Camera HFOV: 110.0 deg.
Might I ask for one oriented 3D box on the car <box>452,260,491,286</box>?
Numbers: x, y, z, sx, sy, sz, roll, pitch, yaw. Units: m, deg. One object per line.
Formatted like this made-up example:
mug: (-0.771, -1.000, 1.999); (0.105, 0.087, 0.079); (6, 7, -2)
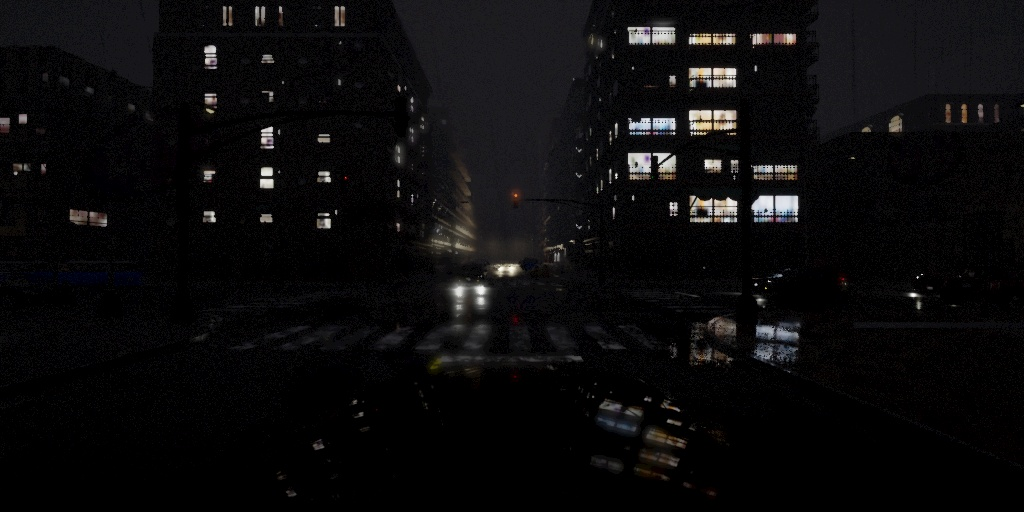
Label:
car: (-2.800, 1.297, 25.766); (1.837, 1.490, 4.892); (0, 0, 0)

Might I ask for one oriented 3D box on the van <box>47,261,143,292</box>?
van: (-24.850, 1.189, 21.631); (3.998, 1.789, 1.690); (0, 0, 1)

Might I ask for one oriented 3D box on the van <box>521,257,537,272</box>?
van: (2.502, 1.116, 47.427); (1.690, 1.789, 3.998); (0, 0, 0)

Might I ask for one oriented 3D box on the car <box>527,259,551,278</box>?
car: (2.628, 1.287, 33.594); (1.751, 1.417, 4.829); (0, 0, 0)

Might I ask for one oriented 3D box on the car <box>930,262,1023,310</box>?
car: (18.665, 1.102, 13.164); (4.097, 1.591, 1.967); (0, 0, 1)

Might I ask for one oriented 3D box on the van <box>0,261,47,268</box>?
van: (-30.444, 1.200, 21.706); (3.998, 1.789, 1.690); (0, 0, 1)

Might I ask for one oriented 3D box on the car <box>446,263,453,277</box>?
car: (-5.516, 1.315, 36.033); (2.007, 1.370, 4.403); (0, 0, 0)

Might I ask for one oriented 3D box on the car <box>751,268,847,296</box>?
car: (14.691, 1.303, 18.642); (4.181, 1.385, 1.994); (0, -1, 1)

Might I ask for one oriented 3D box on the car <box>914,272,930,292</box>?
car: (23.859, 1.072, 18.520); (4.553, 1.767, 2.097); (0, -1, 1)

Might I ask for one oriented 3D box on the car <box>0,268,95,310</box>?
car: (-19.362, 1.289, 13.677); (4.403, 1.370, 2.007); (0, 0, 1)

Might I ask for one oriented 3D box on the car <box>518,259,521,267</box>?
car: (2.458, 1.096, 53.081); (2.192, 1.841, 5.009); (0, 0, 0)
